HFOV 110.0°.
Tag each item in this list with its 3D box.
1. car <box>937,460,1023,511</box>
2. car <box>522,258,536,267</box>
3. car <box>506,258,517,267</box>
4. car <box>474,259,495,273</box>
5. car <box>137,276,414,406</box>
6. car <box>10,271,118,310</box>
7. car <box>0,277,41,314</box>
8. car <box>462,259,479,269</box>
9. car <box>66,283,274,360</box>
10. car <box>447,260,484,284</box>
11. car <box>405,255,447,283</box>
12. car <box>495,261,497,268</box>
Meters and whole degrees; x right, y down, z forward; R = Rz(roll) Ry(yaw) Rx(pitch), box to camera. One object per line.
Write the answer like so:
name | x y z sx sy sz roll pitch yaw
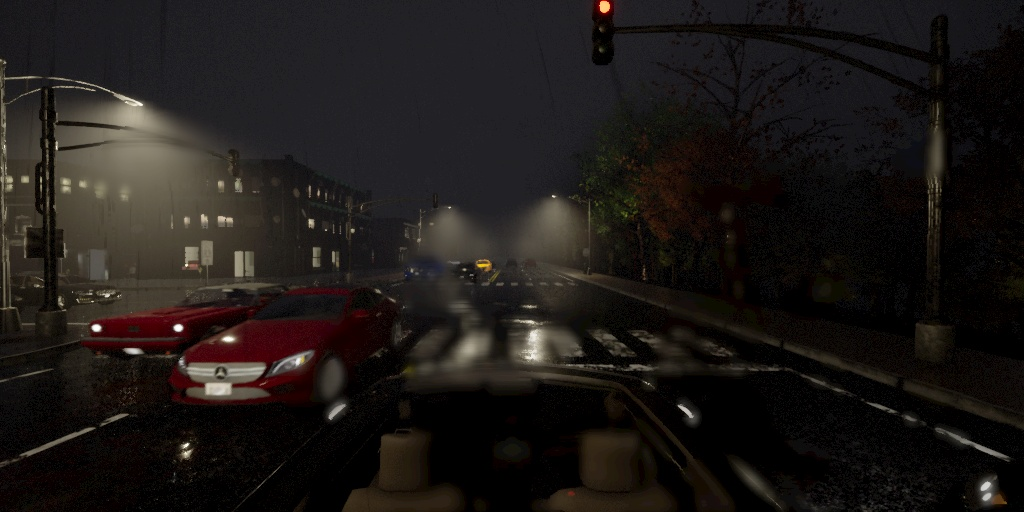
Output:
car | 3.355 1.314 0.201 1.994 1.385 4.181 0 0 0
car | 3.220 1.204 63.208 1.882 1.535 5.008 0 0 0
car | -0.032 1.204 63.789 1.882 1.535 5.008 0 0 0
car | -3.434 1.213 42.754 1.882 1.535 5.008 0 0 0
car | -3.373 1.275 6.454 1.812 1.442 4.674 0 0 0
car | -19.619 1.472 15.223 4.892 1.490 1.837 -1 1 0
car | -19.970 1.565 12.517 4.313 1.339 1.948 0 0 0
car | -6.693 1.221 58.462 2.128 1.511 4.902 0 0 0
car | -6.614 1.351 8.466 1.895 1.301 4.718 0 0 0
car | -3.404 1.247 27.132 1.837 1.490 4.892 0 0 0
car | -6.654 0.964 28.122 2.150 2.045 5.566 0 0 0
car | -3.443 1.329 58.639 1.895 1.301 4.718 0 0 0
